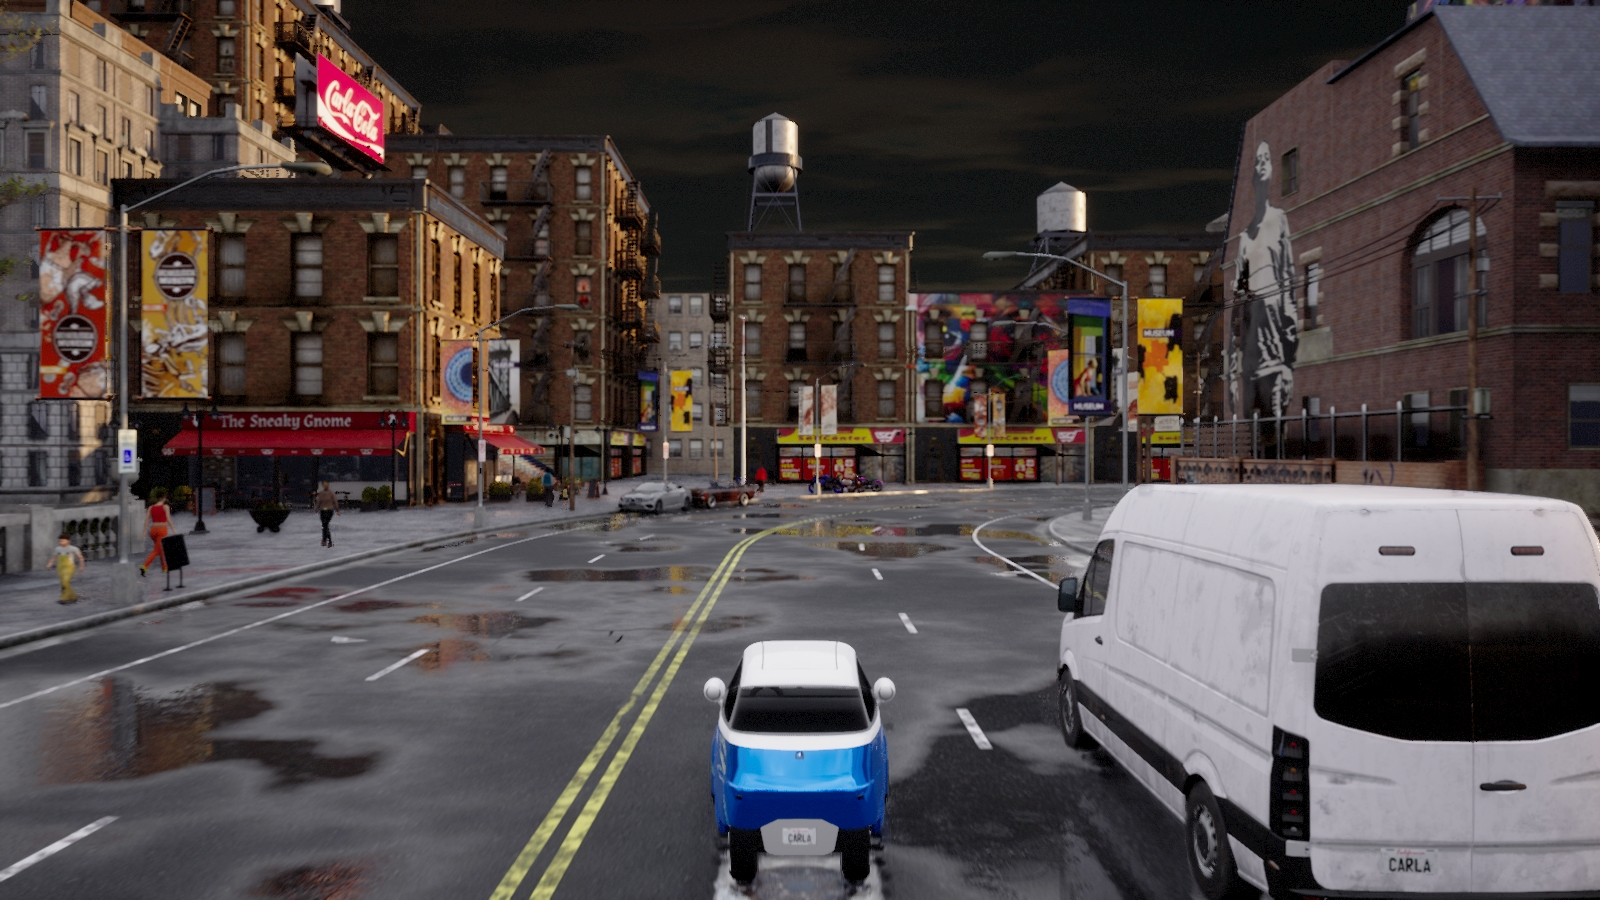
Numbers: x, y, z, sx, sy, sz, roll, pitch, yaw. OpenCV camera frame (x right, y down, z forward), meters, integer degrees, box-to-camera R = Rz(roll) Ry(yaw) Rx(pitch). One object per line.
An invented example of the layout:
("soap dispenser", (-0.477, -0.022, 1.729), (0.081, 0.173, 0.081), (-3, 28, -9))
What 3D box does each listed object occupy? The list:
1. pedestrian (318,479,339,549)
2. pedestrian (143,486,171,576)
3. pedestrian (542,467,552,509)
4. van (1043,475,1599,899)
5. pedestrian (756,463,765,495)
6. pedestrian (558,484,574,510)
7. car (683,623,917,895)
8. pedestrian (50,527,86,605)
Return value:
("pedestrian", (-12.585, 1.700, 30.500), (0.375, 1.860, 0.375), (0, 0, 2))
("pedestrian", (-13.527, 1.700, 24.027), (0.375, 1.860, 0.375), (0, 0, 4))
("pedestrian", (-11.416, 1.704, 51.561), (0.375, 1.860, 0.375), (0, 0, 8))
("van", (3.509, 1.536, 8.878), (1.988, 2.561, 5.915), (0, 0, 0))
("pedestrian", (-2.292, 1.705, 66.684), (0.375, 1.860, 0.375), (0, 0, 26))
("pedestrian", (-10.416, 2.083, 50.813), (0.500, 1.100, 0.500), (0, 0, 41))
("car", (-0.002, 2.121, 8.329), (1.481, 1.376, 2.207), (0, 0, 0))
("pedestrian", (-12.559, 1.980, 19.613), (0.375, 1.300, 0.375), (0, 0, 3))
